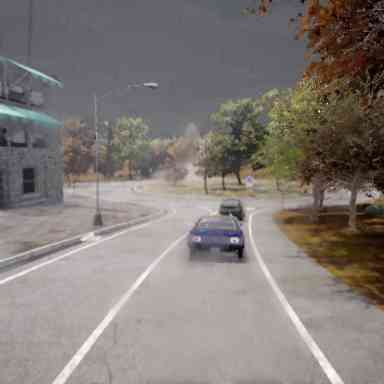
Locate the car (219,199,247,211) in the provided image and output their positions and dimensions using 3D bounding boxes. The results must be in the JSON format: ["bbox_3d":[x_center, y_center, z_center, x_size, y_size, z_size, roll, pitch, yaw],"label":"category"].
[{"bbox_3d":[3.245,1.305,26.759,1.837,1.490,4.892,1,2,12],"label":"car"}]

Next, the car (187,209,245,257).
[{"bbox_3d":[1.001,1.543,12.781,1.895,1.301,4.718,1,0,7],"label":"car"}]
